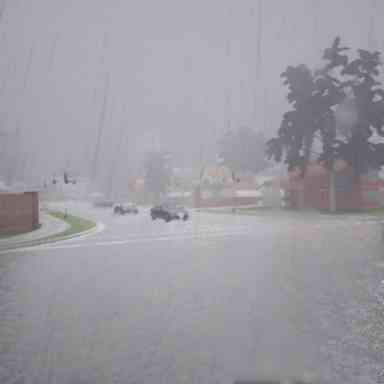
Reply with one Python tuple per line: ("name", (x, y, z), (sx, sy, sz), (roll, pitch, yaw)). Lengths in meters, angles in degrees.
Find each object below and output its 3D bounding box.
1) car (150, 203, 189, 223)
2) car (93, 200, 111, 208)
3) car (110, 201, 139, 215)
("car", (-2.006, 1.746, 28.653), (2.128, 1.511, 4.902), (-1, 0, -29))
("car", (-15.709, 2.140, 59.236), (4.892, 1.490, 1.837), (-1, 0, 41))
("car", (-7.796, 1.926, 39.133), (1.812, 1.442, 4.674), (-1, -1, -29))
